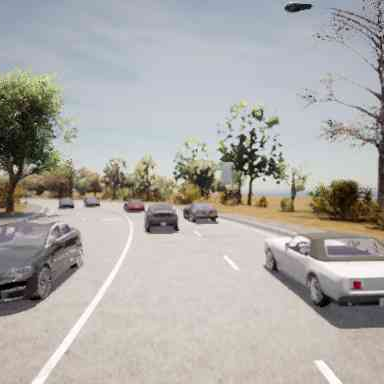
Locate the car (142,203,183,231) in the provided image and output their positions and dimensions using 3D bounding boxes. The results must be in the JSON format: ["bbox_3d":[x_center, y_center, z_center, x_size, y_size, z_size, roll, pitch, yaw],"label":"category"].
[{"bbox_3d":[-1.951,1.485,20.444,1.837,1.490,4.892,0,0,-10],"label":"car"}]

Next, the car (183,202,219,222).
[{"bbox_3d":[0.541,1.516,25.958,2.033,1.411,5.357,0,0,-13],"label":"car"}]

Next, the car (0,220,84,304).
[{"bbox_3d":[-4.083,1.493,8.310,2.128,1.511,4.902,0,0,-5],"label":"car"}]

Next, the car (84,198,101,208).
[{"bbox_3d":[-14.332,1.517,47.534,2.033,1.411,5.357,0,0,-24],"label":"car"}]

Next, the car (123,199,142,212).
[{"bbox_3d":[-6.678,1.534,38.170,1.994,1.385,4.181,0,0,-19],"label":"car"}]

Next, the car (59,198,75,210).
[{"bbox_3d":[-16.614,1.521,44.044,2.033,1.411,5.357,0,0,-23],"label":"car"}]

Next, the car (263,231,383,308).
[{"bbox_3d":[3.184,1.581,7.868,1.895,1.301,4.718,0,0,-4],"label":"car"}]
